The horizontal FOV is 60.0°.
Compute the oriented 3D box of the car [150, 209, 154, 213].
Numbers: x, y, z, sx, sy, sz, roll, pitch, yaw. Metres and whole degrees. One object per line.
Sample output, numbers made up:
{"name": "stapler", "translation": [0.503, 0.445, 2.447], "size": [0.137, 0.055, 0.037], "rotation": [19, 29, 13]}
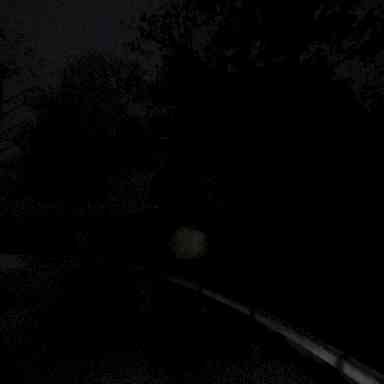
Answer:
{"name": "car", "translation": [-5.251, 2.603, 54.445], "size": [1.837, 1.490, 4.892], "rotation": [-1, -1, 16]}
